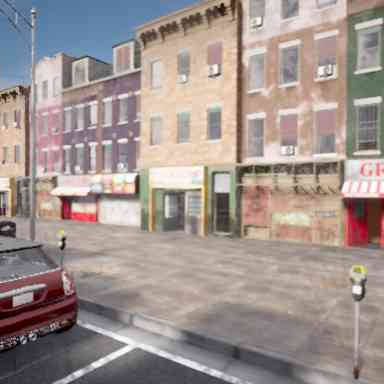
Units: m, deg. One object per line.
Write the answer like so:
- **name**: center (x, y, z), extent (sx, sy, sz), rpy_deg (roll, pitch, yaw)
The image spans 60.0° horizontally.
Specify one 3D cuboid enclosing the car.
- **car**: center (-3.804, 1.438, 5.513), extent (4.097, 1.590, 1.967), rpy_deg (0, 1, 36)
